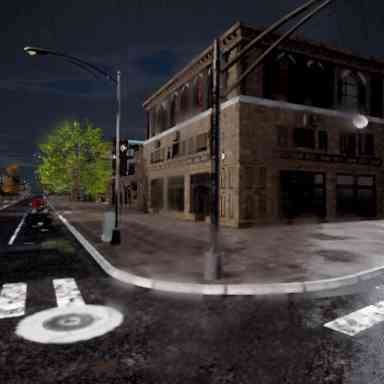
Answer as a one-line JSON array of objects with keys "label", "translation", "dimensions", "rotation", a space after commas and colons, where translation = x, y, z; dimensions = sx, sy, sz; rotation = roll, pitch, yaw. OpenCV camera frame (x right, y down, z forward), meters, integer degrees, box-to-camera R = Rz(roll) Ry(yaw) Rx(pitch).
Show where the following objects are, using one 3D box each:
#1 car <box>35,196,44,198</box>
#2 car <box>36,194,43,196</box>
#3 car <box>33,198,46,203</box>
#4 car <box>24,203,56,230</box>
[{"label": "car", "translation": [-26.488, 1.744, 57.711], "dimensions": [1.802, 1.307, 4.206], "rotation": [1, -1, -25]}, {"label": "car", "translation": [-38.026, 1.516, 82.815], "dimensions": [2.192, 1.841, 5.009], "rotation": [1, -1, -25]}, {"label": "car", "translation": [-17.253, 1.674, 37.630], "dimensions": [1.887, 1.381, 4.507], "rotation": [1, -1, -25]}, {"label": "car", "translation": [-9.932, 1.654, 21.781], "dimensions": [2.008, 1.369, 4.403], "rotation": [1, -1, -25]}]
